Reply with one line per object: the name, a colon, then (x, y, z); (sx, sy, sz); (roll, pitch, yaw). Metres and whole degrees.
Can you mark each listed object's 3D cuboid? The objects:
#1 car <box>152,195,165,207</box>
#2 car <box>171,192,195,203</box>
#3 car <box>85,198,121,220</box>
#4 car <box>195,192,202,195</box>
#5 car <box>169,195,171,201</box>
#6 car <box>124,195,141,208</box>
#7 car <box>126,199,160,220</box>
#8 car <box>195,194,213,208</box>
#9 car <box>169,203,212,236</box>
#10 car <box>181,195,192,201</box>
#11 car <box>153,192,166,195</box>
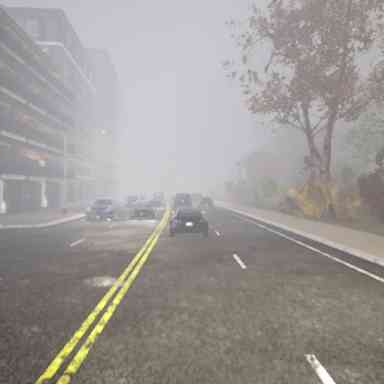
car: (-5.031, 1.469, 46.930); (1.994, 1.385, 4.181); (0, 0, -4)
car: (-1.182, 1.138, 40.688); (2.150, 2.045, 5.566); (0, 0, -3)
car: (-7.224, 1.304, 27.429); (2.097, 1.767, 4.553); (0, 0, -2)
car: (0.718, 1.090, 59.020); (2.150, 2.045, 5.566); (0, 0, -5)
car: (-4.294, 1.304, 75.849); (1.882, 1.535, 5.008); (0, 0, -7)
car: (-8.292, 1.258, 47.004); (2.097, 1.767, 4.553); (0, 0, -4)
car: (-3.974, 1.513, 27.624); (1.994, 1.385, 4.181); (0, 0, -2)
car: (1.764, 1.404, 45.442); (1.837, 1.490, 4.892); (0, 0, -4)
car: (-0.194, 1.529, 18.183); (1.994, 1.385, 4.181); (0, 0, -2)
car: (-1.323, 1.367, 78.466); (1.994, 1.385, 4.181); (0, 0, -7)
car: (-6.263, 0.807, 63.232); (2.150, 2.045, 5.566); (0, 0, -5)
